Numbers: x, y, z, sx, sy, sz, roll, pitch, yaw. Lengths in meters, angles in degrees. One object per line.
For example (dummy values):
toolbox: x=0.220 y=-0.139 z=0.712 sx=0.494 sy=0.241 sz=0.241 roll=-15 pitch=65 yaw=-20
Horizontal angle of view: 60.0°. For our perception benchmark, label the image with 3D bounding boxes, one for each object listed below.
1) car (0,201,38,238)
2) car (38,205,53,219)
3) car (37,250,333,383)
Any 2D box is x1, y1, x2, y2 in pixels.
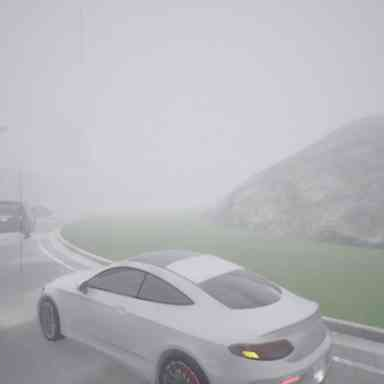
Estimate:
car: x=-10.405 y=1.517 z=19.177 sx=2.150 sy=2.045 sz=5.566 roll=0 pitch=-1 yaw=-22
car: x=-16.360 y=2.050 z=34.873 sx=1.812 sy=1.442 sz=4.674 roll=0 pitch=-1 yaw=2
car: x=-0.477 y=1.591 z=4.806 sx=4.674 sy=1.442 sz=1.812 roll=-1 pitch=-1 yaw=41
